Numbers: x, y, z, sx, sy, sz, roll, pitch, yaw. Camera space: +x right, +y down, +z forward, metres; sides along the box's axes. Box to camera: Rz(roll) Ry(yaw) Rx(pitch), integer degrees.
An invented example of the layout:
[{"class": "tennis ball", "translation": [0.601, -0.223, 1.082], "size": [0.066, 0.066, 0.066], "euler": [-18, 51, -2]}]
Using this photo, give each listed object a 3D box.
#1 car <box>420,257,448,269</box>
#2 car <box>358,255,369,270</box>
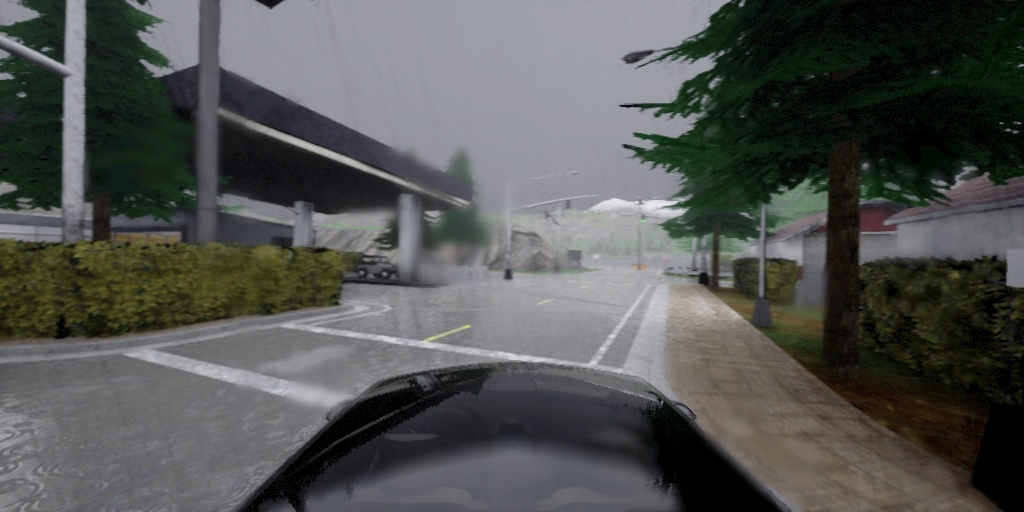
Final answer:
[{"class": "car", "translation": [-10.169, 0.865, 44.070], "size": [4.553, 1.767, 2.097], "euler": [1, 0, 24]}, {"class": "car", "translation": [-23.092, 0.496, 49.828], "size": [5.566, 2.045, 2.150], "euler": [1, 0, 24]}]
